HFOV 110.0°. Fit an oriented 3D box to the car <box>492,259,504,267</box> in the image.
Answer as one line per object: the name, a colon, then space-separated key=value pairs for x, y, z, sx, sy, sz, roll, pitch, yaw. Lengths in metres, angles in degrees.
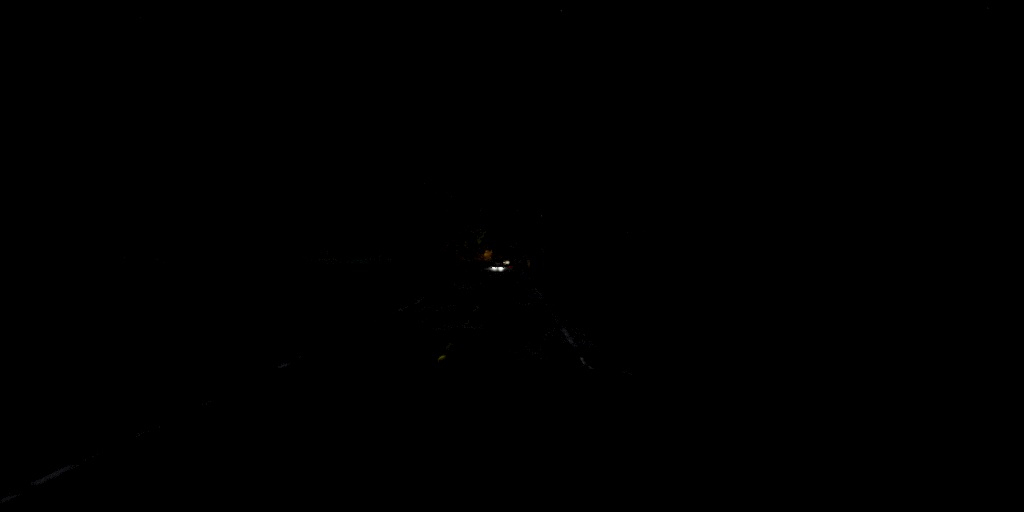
car: x=-2.505 y=1.248 z=65.103 sx=2.128 sy=1.511 sz=4.902 roll=0 pitch=0 yaw=1

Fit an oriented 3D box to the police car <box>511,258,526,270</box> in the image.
police car: x=1.179 y=1.185 z=54.509 sx=1.930 sy=1.638 sz=5.238 roll=0 pitch=0 yaw=0
